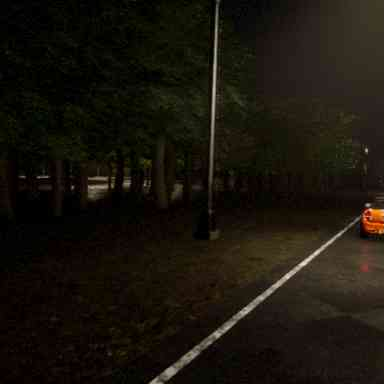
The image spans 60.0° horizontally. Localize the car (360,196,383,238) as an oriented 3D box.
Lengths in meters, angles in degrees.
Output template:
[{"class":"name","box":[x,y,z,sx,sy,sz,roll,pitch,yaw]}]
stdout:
[{"class":"car","box":[8.517,0.957,14.108,2.097,1.767,4.553,4,3,32]}]
